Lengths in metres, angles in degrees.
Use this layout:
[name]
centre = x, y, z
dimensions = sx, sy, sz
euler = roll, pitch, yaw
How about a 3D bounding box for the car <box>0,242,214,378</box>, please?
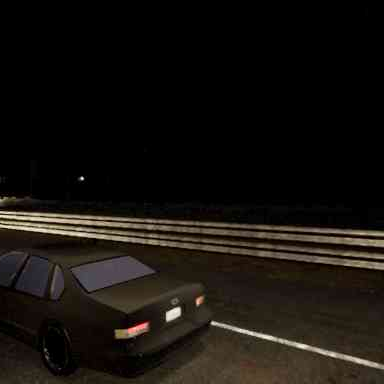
[car]
centre = -2.270, 1.592, 5.611
dimensions = 5.357, 1.411, 2.033
euler = -1, 0, 36
